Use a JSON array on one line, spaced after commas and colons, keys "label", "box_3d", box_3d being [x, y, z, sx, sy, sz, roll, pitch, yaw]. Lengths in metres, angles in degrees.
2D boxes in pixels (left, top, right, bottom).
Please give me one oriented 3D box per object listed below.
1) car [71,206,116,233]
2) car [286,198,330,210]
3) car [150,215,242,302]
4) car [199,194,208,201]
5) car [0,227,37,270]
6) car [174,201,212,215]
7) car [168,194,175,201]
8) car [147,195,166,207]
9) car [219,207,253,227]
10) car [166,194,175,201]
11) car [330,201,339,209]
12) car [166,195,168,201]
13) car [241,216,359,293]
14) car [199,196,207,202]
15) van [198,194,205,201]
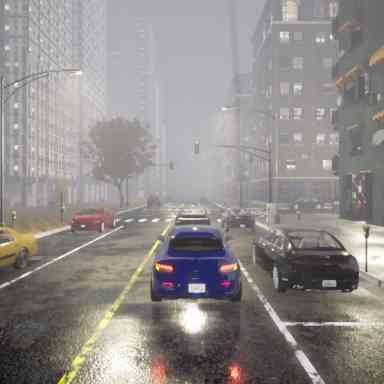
[{"label": "car", "box_3d": [-5.726, 1.549, 19.720, 1.887, 1.381, 4.507, 0, 0, 0]}, {"label": "car", "box_3d": [13.352, 1.359, 39.164, 4.403, 1.369, 2.008, -1, 1, -1]}, {"label": "car", "box_3d": [0.078, 1.526, 8.149, 1.812, 1.442, 4.674, 0, 0, 0]}, {"label": "car", "box_3d": [2.546, 1.629, 74.215, 1.947, 1.339, 4.313, 0, 0, 0]}, {"label": "car", "box_3d": [-5.704, 1.526, 8.484, 1.752, 1.417, 4.829, 0, 0, 0]}, {"label": "car", "box_3d": [0.045, 1.495, 18.252, 2.128, 1.511, 4.902, 0, 0, 0]}, {"label": "car", "box_3d": [-5.857, 1.648, 85.246, 1.947, 1.339, 4.313, 0, 0, 0]}, {"label": "car", "box_3d": [-5.791, 1.348, 52.108, 2.192, 1.841, 5.009, 0, 0, 0]}, {"label": "car", "box_3d": [2.654, 1.555, 19.736, 2.008, 1.369, 4.403, 0, 0, 0]}, {"label": "car", "box_3d": [-5.868, 1.408, 90.768, 2.192, 1.841, 5.009, 0, 0, 0]}, {"label": "car", "box_3d": [18.749, 1.258, 39.229, 4.829, 1.417, 1.752, -1, 1, -1]}, {"label": "car", "box_3d": [-5.802, 1.606, 57.631, 1.947, 1.339, 4.313, 0, 0, 0]}, {"label": "car", "box_3d": [2.676, 1.551, 8.670, 2.008, 1.369, 4.403, 0, 0, 0]}, {"label": "car", "box_3d": [2.535, 1.597, 79.908, 1.752, 1.417, 4.829, 0, 0, 0]}, {"label": "van", "box_3d": [2.524, 1.423, 85.262, 1.690, 1.788, 3.998, 0, 0, 0]}]
